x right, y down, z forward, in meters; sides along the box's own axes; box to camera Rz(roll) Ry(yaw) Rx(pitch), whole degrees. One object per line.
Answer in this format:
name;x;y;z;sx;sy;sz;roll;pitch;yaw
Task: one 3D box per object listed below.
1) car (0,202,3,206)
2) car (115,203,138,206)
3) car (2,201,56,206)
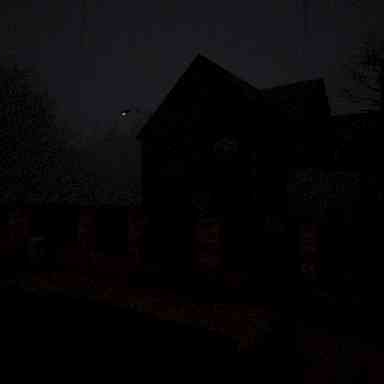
car;-15.988;1.541;29.105;2.128;1.511;4.902;0;0;35
car;-5.148;1.606;27.272;2.033;1.411;5.357;0;0;36
car;-12.824;1.651;27.949;1.895;1.301;4.718;0;0;35
